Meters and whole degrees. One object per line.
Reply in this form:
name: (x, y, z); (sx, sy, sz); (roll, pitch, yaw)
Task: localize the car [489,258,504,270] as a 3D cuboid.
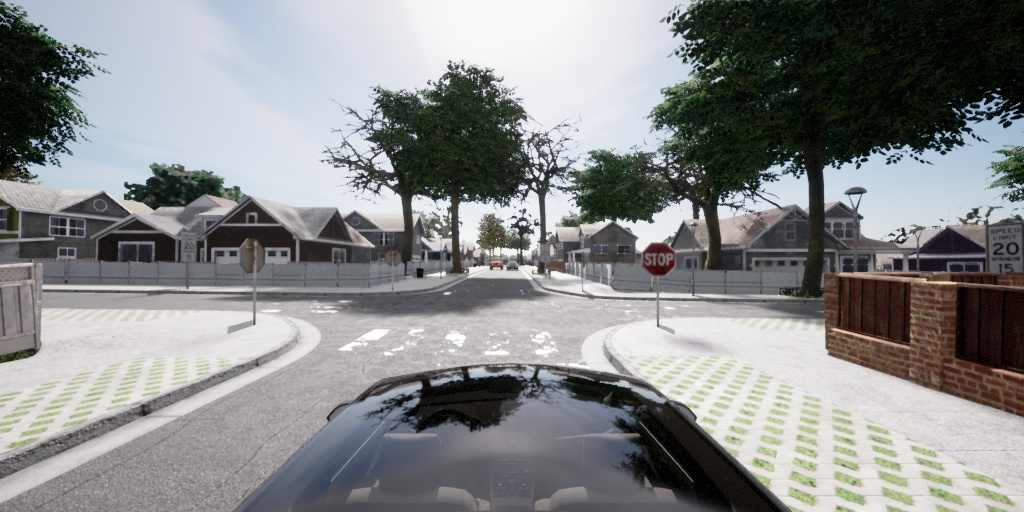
car: (-2.662, 1.354, 62.364); (2.150, 2.045, 5.566); (0, -1, 0)

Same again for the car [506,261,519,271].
car: (0.082, 1.671, 56.998); (1.895, 1.301, 4.718); (0, -1, 0)
